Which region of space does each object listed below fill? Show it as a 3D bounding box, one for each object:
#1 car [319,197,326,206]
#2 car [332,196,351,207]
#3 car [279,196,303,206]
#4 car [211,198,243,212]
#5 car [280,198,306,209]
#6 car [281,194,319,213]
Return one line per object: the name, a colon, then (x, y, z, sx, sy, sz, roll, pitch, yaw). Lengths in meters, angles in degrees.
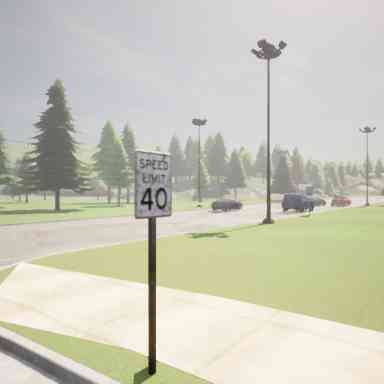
car: (20.287, 1.544, 54.307, 2.033, 1.411, 5.357, 0, 0, 37)
car: (23.913, 1.349, 53.137, 2.097, 1.767, 4.553, 0, 0, 37)
car: (16.297, 1.488, 54.703, 2.128, 1.511, 4.902, 0, 0, 37)
car: (4.133, 1.487, 38.732, 2.128, 1.511, 4.902, 0, 0, 37)
car: (14.067, 1.598, 46.067, 1.895, 1.301, 4.718, 0, 0, 38)
car: (12.104, 1.220, 37.641, 2.150, 2.045, 5.566, 0, 0, 37)
